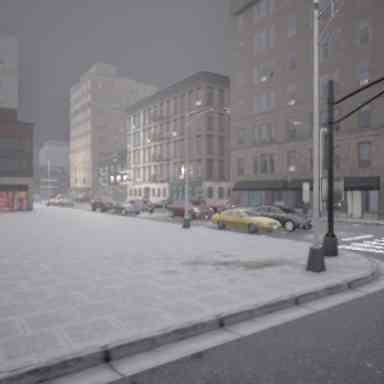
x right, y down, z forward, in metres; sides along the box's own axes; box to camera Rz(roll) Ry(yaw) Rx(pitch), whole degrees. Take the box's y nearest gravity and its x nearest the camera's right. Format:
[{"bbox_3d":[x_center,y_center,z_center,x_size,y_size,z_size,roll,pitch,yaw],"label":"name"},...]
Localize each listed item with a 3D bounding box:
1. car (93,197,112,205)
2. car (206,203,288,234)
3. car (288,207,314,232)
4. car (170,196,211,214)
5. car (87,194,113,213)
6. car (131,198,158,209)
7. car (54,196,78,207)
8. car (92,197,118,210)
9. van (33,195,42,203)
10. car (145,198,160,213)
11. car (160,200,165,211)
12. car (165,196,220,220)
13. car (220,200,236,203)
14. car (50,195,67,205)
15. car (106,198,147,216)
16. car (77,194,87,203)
[{"bbox_3d":[-16.688,1.647,61.834,2.008,1.369,4.403,0,0,-35],"label":"car"},{"bbox_3d":[3.162,1.623,20.151,1.752,1.417,4.829,0,0,-35],"label":"car"},{"bbox_3d":[5.539,1.605,21.171,1.837,1.490,4.892,0,0,-37],"label":"car"},{"bbox_3d":[-0.258,1.416,38.779,2.192,1.841,5.009,0,0,-35],"label":"car"},{"bbox_3d":[-10.080,1.409,38.733,2.192,1.841,5.009,0,0,-35],"label":"car"},{"bbox_3d":[-6.929,1.624,48.139,1.752,1.417,4.829,0,0,-35],"label":"car"},{"bbox_3d":[-19.938,1.673,52.566,1.802,1.307,4.206,0,0,-35],"label":"car"},{"bbox_3d":[-12.102,1.573,46.044,1.882,1.535,5.008,0,0,-35],"label":"car"},{"bbox_3d":[-33.081,1.430,71.009,1.690,1.788,3.998,0,0,-35],"label":"van"},{"bbox_3d":[-5.930,1.601,37.298,1.837,1.490,4.892,0,0,-35],"label":"car"},{"bbox_3d":[-3.544,1.666,43.390,1.947,1.339,4.313,0,0,-35],"label":"car"},{"bbox_3d":[-0.076,1.450,29.069,2.097,1.767,4.553,0,0,-35],"label":"car"},{"bbox_3d":[3.028,1.542,34.168,1.967,1.590,4.097,0,0,-35],"label":"car"},{"bbox_3d":[-23.125,1.616,57.038,1.752,1.417,4.829,0,0,-35],"label":"car"},{"bbox_3d":[-6.794,1.646,34.122,2.008,1.369,4.403,0,0,-35],"label":"car"},{"bbox_3d":[-23.259,1.411,71.055,2.192,1.841,5.009,0,0,-35],"label":"car"}]
